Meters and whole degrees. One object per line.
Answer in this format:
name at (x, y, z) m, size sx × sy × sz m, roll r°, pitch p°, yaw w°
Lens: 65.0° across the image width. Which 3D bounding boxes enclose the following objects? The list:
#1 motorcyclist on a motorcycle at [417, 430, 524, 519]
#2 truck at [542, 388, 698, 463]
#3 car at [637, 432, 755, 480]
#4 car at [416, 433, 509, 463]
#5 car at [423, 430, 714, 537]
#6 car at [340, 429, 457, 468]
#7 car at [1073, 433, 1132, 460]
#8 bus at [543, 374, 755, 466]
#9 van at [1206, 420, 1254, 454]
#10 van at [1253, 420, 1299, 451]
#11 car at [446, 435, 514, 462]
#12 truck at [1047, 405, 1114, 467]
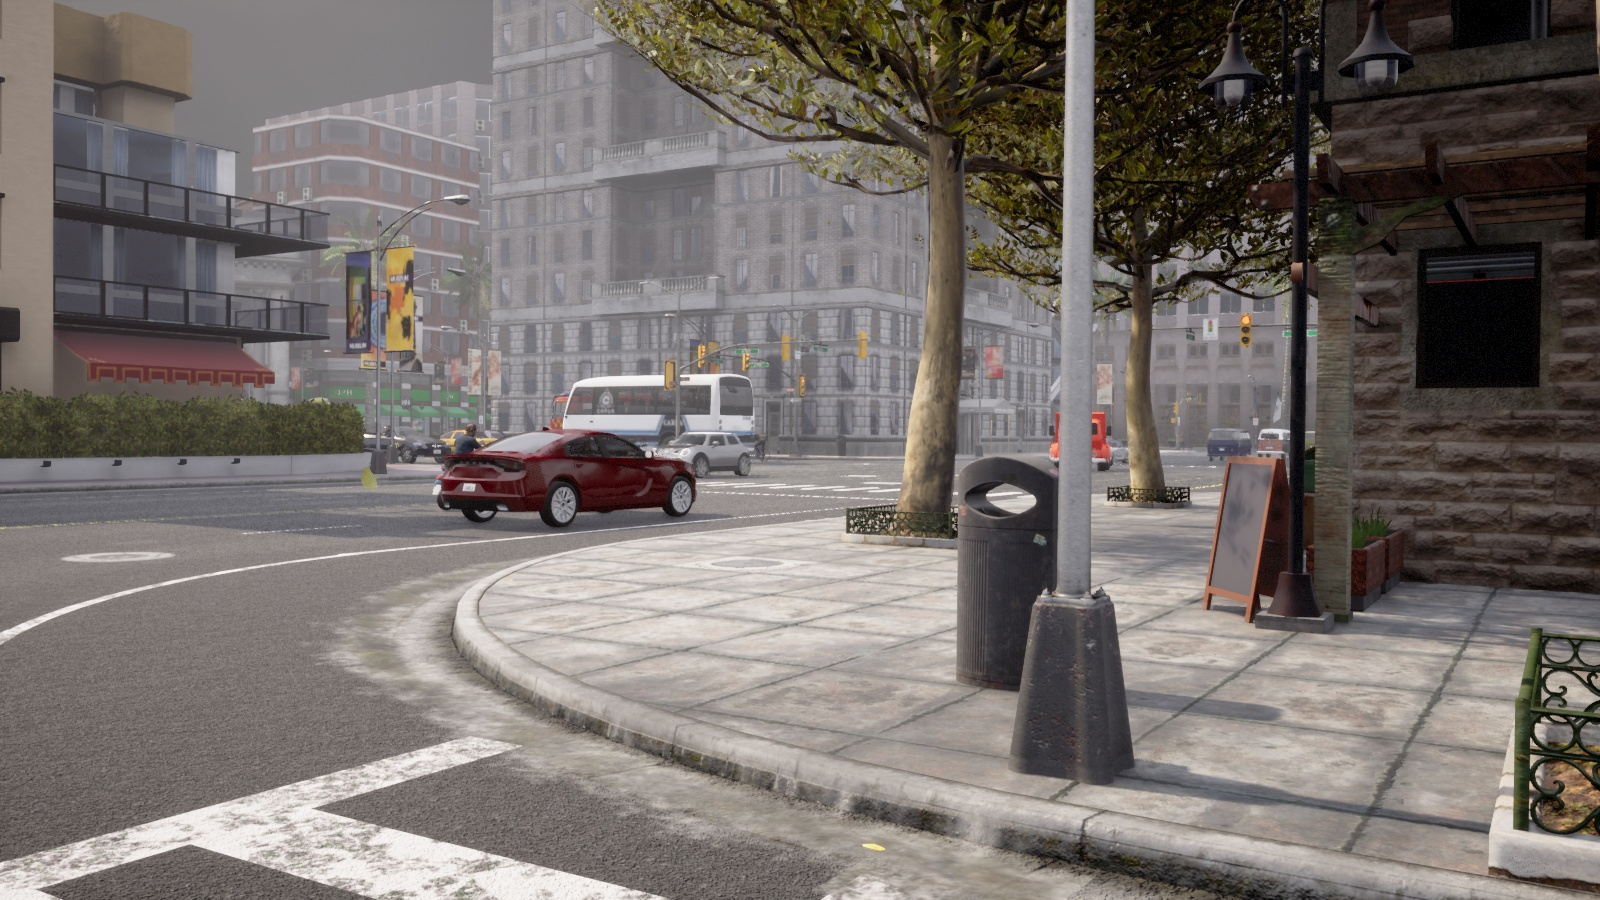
motorcyclist on a motorcycle at (-6.130, 0.420, 23.472) m, size 0.866 × 1.590 × 1.817 m, roll 0°, pitch 1°, yaw 32°
truck at (-9.827, -1.274, 68.100) m, size 8.468 × 3.827 × 2.891 m, roll 0°, pitch 1°, yaw 32°
car at (-3.365, 0.164, 41.273) m, size 1.970 × 1.475 × 3.806 m, roll 0°, pitch 1°, yaw 32°
car at (-18.734, -0.110, 69.561) m, size 5.366 × 1.575 × 1.801 m, roll 0°, pitch 1°, yaw 32°
car at (-3.656, 0.457, 20.880) m, size 1.882 × 1.535 × 5.008 m, roll 0°, pitch 1°, yaw 31°
car at (-17.737, -0.085, 55.376) m, size 5.027 × 1.651 × 2.152 m, roll 0°, pitch 1°, yaw 32°
car at (15.658, -0.196, 64.910) m, size 1.895 × 1.301 × 4.718 m, roll 0°, pitch 1°, yaw 27°
bus at (-7.623, -1.431, 62.590) m, size 10.273 × 4.253 × 3.944 m, roll 0°, pitch 1°, yaw 32°
van at (25.748, -0.774, 75.105) m, size 1.775 × 1.987 × 4.442 m, roll 0°, pitch 1°, yaw 32°
van at (32.652, -1.016, 86.102) m, size 2.069 × 2.038 × 4.480 m, roll 0°, pitch 1°, yaw 32°
car at (-18.822, -0.091, 73.746) m, size 3.633 × 1.501 × 1.845 m, roll 0°, pitch 1°, yaw 32°
truck at (11.910, -0.592, 53.362) m, size 2.627 × 2.467 × 5.204 m, roll -1°, pitch 1°, yaw 13°
